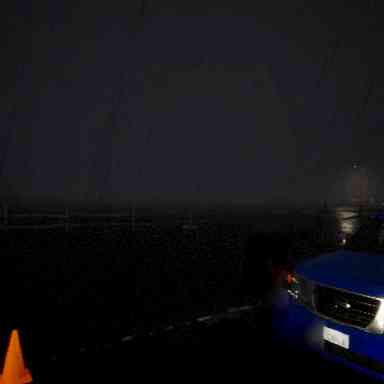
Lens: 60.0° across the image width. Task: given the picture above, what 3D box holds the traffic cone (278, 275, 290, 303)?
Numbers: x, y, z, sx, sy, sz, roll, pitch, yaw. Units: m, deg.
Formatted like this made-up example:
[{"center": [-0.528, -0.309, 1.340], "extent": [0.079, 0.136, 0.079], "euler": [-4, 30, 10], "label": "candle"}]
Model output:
[{"center": [2.021, 2.001, 6.856], "extent": [0.340, 0.580, 0.340], "euler": [1, 0, -34], "label": "traffic cone"}]

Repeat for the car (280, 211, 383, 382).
[{"center": [3.867, 1.275, 5.226], "extent": [5.566, 2.045, 2.150], "euler": [1, 0, -34], "label": "car"}]

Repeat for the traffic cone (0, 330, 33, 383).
[{"center": [-2.123, 1.956, 3.989], "extent": [0.340, 0.580, 0.340], "euler": [1, 0, -35], "label": "traffic cone"}]
